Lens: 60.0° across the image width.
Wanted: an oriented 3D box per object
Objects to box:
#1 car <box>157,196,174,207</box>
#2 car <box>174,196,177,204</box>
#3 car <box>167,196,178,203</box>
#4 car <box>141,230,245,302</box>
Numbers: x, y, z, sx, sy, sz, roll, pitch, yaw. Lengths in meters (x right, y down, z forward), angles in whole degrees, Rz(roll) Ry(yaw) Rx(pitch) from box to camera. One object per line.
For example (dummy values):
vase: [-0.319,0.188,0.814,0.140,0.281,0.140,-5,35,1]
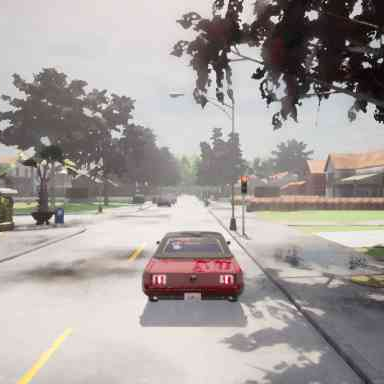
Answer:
car: [-4.187,1.601,50.826,1.895,1.301,4.718,0,0,0]
car: [-4.175,1.564,60.817,1.994,1.385,4.181,0,0,0]
car: [-4.127,1.540,71.179,2.033,1.411,5.357,0,0,0]
car: [0.037,1.601,8.202,1.895,1.301,4.718,0,0,0]
